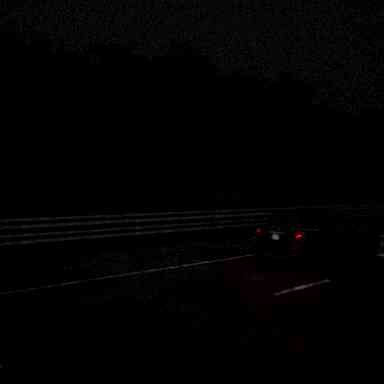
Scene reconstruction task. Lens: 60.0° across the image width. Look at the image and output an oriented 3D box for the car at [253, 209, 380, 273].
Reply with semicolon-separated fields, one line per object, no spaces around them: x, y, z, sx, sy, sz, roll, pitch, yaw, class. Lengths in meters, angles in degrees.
4.189;1.351;10.975;4.553;1.767;2.097;0;0;-35;car
